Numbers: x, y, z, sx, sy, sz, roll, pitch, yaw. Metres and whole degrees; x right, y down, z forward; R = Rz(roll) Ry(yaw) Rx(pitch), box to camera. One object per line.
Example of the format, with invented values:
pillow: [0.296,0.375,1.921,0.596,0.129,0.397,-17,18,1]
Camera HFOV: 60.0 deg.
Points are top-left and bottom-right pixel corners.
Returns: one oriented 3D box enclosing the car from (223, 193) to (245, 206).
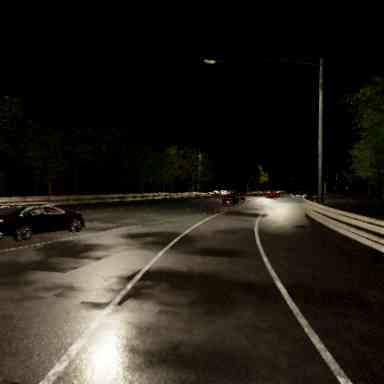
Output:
car: [5.370,0.908,42.158,1.837,1.490,4.892,1,1,25]

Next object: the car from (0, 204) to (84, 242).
car: [-7.067,1.280,15.174,2.128,1.511,4.902,1,1,25]

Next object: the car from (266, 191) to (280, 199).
car: [15.913,0.607,64.984,1.812,1.442,4.674,1,1,25]
